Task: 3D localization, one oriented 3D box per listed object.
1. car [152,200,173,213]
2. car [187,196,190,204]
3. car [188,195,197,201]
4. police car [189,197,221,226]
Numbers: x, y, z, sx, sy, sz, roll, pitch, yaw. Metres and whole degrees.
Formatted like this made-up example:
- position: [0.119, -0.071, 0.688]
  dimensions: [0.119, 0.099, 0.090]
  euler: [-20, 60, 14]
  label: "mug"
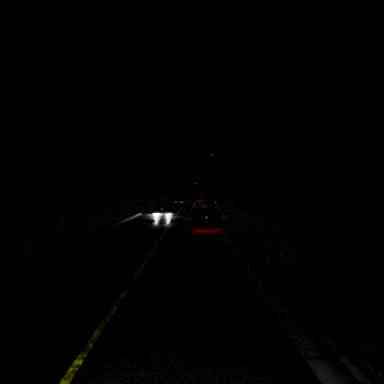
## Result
- position: [-3.074, 1.521, 35.870]
  dimensions: [1.994, 1.385, 4.181]
  euler: [0, 0, 0]
  label: "car"
- position: [0.032, 1.482, 59.893]
  dimensions: [2.033, 1.411, 5.357]
  euler: [0, 0, 0]
  label: "car"
- position: [0.040, 1.338, 74.893]
  dimensions: [1.994, 1.385, 4.181]
  euler: [0, 0, 0]
  label: "car"
- position: [0.913, 1.397, 23.476]
  dimensions: [1.930, 1.638, 5.238]
  euler: [0, 0, 0]
  label: "police car"
